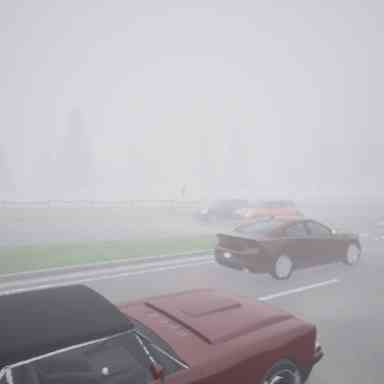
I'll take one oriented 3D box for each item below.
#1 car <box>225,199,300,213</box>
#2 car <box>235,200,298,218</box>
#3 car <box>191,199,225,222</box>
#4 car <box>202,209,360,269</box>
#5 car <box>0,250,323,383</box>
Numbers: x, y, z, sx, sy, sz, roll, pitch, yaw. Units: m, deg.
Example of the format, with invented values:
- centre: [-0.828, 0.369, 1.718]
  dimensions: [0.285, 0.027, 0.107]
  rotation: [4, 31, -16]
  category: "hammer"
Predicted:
- centre: [4.796, 1.290, 21.197]
  dimensions: [4.553, 1.767, 2.097]
  rotation: [0, 0, -25]
  category: "car"
- centre: [6.698, 1.461, 29.777]
  dimensions: [5.357, 1.411, 2.033]
  rotation: [0, 0, -26]
  category: "car"
- centre: [2.239, 1.284, 23.874]
  dimensions: [4.553, 1.767, 2.097]
  rotation: [0, 0, -24]
  category: "car"
- centre: [2.961, 1.448, 9.832]
  dimensions: [5.008, 1.535, 1.882]
  rotation: [0, 0, -34]
  category: "car"
- centre: [-0.938, 1.592, 2.975]
  dimensions: [4.718, 1.301, 1.895]
  rotation: [0, 0, -35]
  category: "car"
